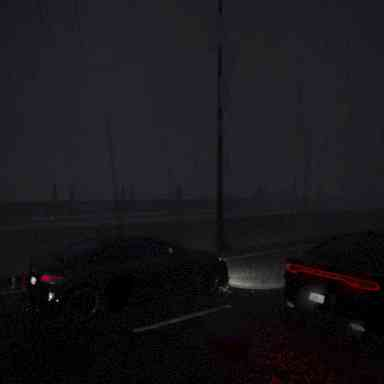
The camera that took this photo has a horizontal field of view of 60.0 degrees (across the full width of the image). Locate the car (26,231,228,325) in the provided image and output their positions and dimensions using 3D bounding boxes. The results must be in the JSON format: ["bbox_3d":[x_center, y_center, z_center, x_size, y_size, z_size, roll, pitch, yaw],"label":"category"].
[{"bbox_3d":[-1.229,1.561,7.169,4.181,1.385,1.994,0,0,-36],"label":"car"}]

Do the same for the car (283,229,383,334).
[{"bbox_3d":[3.931,1.471,6.549,5.008,1.535,1.882,0,0,-35],"label":"car"}]
